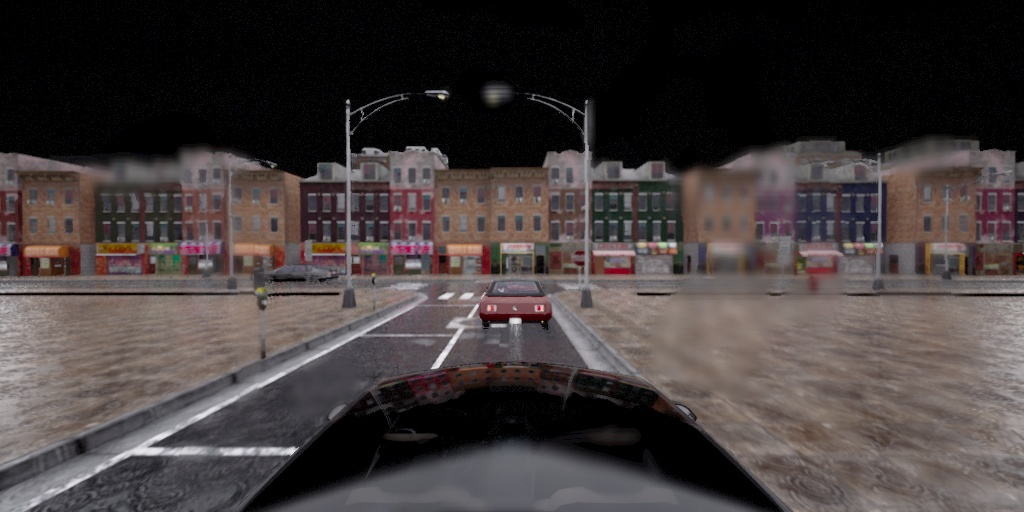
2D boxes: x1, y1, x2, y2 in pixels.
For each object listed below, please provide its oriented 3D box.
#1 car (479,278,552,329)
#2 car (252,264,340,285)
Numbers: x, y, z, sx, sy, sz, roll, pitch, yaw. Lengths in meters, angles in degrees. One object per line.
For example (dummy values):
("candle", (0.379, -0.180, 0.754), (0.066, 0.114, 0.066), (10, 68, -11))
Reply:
("car", (0.117, 1.347, 11.264), (1.895, 1.301, 4.718), (0, 0, 1))
("car", (-15.244, 1.263, 25.528), (5.357, 1.411, 2.033), (0, 1, -3))
